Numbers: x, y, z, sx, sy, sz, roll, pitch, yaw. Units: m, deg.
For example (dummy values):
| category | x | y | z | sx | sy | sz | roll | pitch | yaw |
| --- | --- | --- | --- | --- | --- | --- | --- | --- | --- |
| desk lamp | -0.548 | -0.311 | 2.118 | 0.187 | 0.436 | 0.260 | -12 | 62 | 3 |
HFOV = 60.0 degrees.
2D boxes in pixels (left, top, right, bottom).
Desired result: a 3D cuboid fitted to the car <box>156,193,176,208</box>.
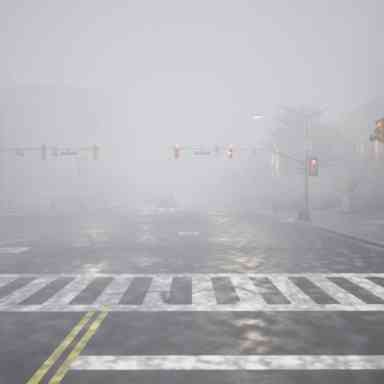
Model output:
| category | x | y | z | sx | sy | sz | roll | pitch | yaw |
| --- | --- | --- | --- | --- | --- | --- | --- | --- | --- |
| car | -3.523 | 1.227 | 48.411 | 2.150 | 2.045 | 5.566 | 0 | 0 | 1 |

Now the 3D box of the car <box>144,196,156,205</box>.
| category | x | y | z | sx | sy | sz | roll | pitch | yaw |
| --- | --- | --- | --- | --- | --- | --- | --- | --- | --- |
| car | -7.114 | 1.533 | 57.543 | 2.033 | 1.411 | 5.357 | 0 | 0 | 0 |

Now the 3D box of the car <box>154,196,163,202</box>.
| category | x | y | z | sx | sy | sz | roll | pitch | yaw |
| --- | --- | --- | --- | --- | --- | --- | --- | --- | --- |
| car | -7.400 | 1.535 | 72.776 | 1.994 | 1.385 | 4.181 | 0 | 0 | -7 |
